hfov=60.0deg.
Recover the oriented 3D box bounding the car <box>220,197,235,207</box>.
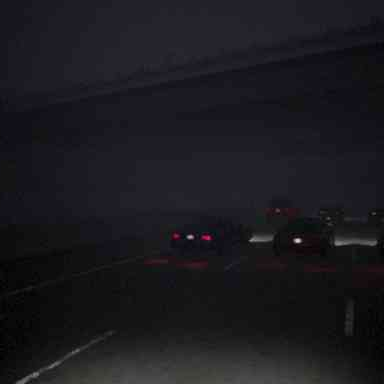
[{"bbox_3d":[7.967,2.087,67.661,2.097,1.767,4.553,0,-1,26],"label":"car"}]

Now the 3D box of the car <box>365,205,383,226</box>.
[{"bbox_3d":[14.430,1.758,25.476,2.128,1.511,4.902,0,-1,27],"label":"car"}]

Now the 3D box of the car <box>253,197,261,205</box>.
[{"bbox_3d":[14.168,1.912,64.428,2.150,2.045,5.566,0,-1,27],"label":"car"}]

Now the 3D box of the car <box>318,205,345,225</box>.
[{"bbox_3d":[11.293,1.778,27.028,2.128,1.511,4.902,0,-1,27],"label":"car"}]

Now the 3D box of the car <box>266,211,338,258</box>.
[{"bbox_3d":[4.638,1.710,13.569,1.994,1.385,4.181,0,-1,27],"label":"car"}]

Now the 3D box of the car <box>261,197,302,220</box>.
[{"bbox_3d":[7.735,1.521,27.751,2.150,2.045,5.566,0,0,27],"label":"car"}]

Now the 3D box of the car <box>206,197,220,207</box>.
[{"bbox_3d":[4.749,1.974,69.047,2.150,2.045,5.566,0,-1,26],"label":"car"}]

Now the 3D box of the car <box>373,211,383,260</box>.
[{"bbox_3d":[7.962,1.654,12.386,1.812,1.442,4.674,0,0,27],"label":"car"}]

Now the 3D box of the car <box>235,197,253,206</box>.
[{"bbox_3d":[11.030,1.932,65.972,2.150,2.045,5.566,0,-1,27],"label":"car"}]

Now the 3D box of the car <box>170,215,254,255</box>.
[{"bbox_3d":[1.058,1.703,14.247,2.033,1.411,5.357,0,-1,27],"label":"car"}]
